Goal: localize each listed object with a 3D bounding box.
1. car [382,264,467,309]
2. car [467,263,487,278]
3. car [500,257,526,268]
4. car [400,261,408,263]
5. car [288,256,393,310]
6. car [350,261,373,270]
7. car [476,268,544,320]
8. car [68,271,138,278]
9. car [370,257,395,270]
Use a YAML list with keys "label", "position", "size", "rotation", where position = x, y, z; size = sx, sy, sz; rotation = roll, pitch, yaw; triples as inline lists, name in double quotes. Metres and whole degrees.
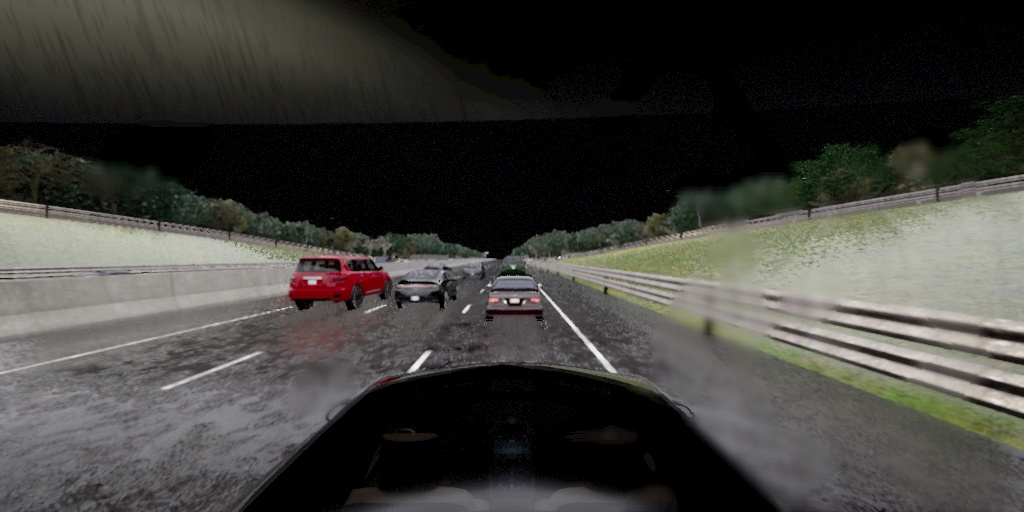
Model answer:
- label: "car"
  position: [-3.393, 1.274, 14.991]
  size: [2.128, 1.511, 4.902]
  rotation: [0, 0, 0]
- label: "car"
  position: [-3.384, 1.341, 33.214]
  size: [2.128, 1.511, 4.902]
  rotation: [0, 0, 0]
- label: "car"
  position: [0.117, 1.069, 32.737]
  size: [2.150, 2.045, 5.566]
  rotation: [0, 0, 0]
- label: "car"
  position: [-17.706, 1.576, 59.111]
  size: [1.994, 1.385, 4.181]
  rotation: [0, 0, -1]
- label: "car"
  position: [-6.893, 1.005, 15.060]
  size: [2.150, 2.045, 5.566]
  rotation: [0, 0, 0]
- label: "car"
  position: [-24.702, 1.565, 58.865]
  size: [1.895, 1.301, 4.718]
  rotation: [0, 0, -1]
- label: "car"
  position: [0.095, 1.323, 12.669]
  size: [2.033, 1.411, 5.357]
  rotation: [0, 0, 0]
- label: "car"
  position: [-17.591, 1.347, 15.289]
  size: [1.994, 1.385, 4.181]
  rotation: [0, 0, 0]
- label: "car"
  position: [-21.204, 1.194, 58.980]
  size: [2.150, 2.045, 5.566]
  rotation: [0, 0, -1]
